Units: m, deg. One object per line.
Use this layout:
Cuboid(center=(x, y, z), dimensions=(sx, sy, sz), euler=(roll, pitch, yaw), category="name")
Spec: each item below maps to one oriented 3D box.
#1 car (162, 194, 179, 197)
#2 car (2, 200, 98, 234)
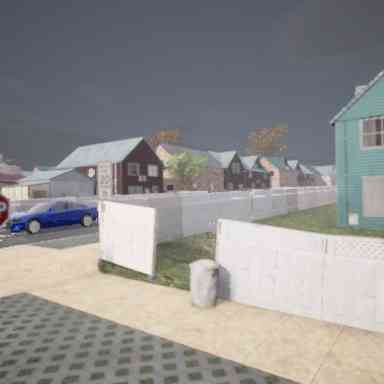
Cuboid(center=(-1.654, 0.949, 25.716), dimensions=(1.882, 1.535, 5.008), euler=(-2, 1, 35), category="car")
Cuboid(center=(-7.333, 1.215, 17.587), dimensions=(1.882, 1.535, 5.008), euler=(-2, 1, 34), category="car")
